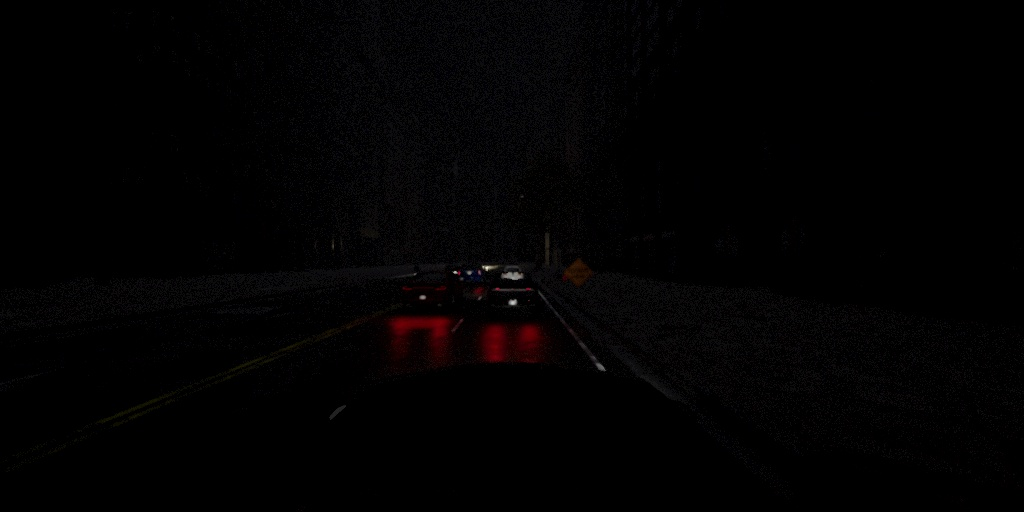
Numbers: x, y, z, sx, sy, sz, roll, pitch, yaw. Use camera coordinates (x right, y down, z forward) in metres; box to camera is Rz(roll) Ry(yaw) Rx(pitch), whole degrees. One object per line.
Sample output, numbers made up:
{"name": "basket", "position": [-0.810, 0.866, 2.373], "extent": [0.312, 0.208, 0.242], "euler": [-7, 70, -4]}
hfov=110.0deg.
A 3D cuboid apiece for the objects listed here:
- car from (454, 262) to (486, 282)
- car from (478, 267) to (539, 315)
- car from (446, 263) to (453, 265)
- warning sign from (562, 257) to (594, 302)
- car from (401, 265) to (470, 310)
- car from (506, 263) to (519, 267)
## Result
{"name": "car", "position": [-3.208, 1.344, 29.175], "extent": [2.097, 1.767, 4.553], "euler": [0, -1, 0]}
{"name": "car", "position": [0.045, 1.352, 14.251], "extent": [2.128, 1.511, 4.902], "euler": [0, 0, 0]}
{"name": "car", "position": [-9.819, 1.827, 58.785], "extent": [1.994, 1.385, 4.181], "euler": [0, 0, 0]}
{"name": "warning sign", "position": [2.848, 0.985, 15.349], "extent": [1.300, 1.860, 1.060], "euler": [0, 0, 0]}
{"name": "car", "position": [-3.199, 1.348, 15.402], "extent": [1.882, 1.535, 5.008], "euler": [0, 0, 0]}
{"name": "car", "position": [0.047, 1.526, 30.002], "extent": [1.812, 1.442, 4.674], "euler": [0, 0, 0]}
